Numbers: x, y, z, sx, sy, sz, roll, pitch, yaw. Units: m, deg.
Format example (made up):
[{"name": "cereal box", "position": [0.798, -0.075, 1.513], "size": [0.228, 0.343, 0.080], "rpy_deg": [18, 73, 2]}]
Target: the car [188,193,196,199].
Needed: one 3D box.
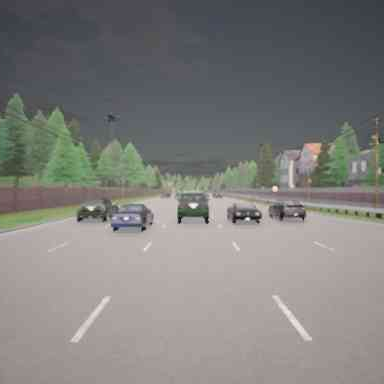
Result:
[{"name": "car", "position": [-0.036, 0.971, 86.335], "size": [2.033, 1.411, 5.357], "rpy_deg": [0, 0, 0]}]

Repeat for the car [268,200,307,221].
[{"name": "car", "position": [7.090, 1.328, 25.108], "size": [2.128, 1.511, 4.902], "rpy_deg": [0, 0, 0]}]

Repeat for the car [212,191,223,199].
[{"name": "car", "position": [6.964, 1.024, 86.785], "size": [1.895, 1.301, 4.718], "rpy_deg": [0, 0, 0]}]

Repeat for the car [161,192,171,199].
[{"name": "car", "position": [-7.036, 0.956, 86.332], "size": [2.128, 1.511, 4.902], "rpy_deg": [0, 0, 0]}]

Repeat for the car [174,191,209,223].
[{"name": "car", "position": [0.090, 1.063, 24.369], "size": [2.150, 2.045, 5.566], "rpy_deg": [0, 0, 0]}]

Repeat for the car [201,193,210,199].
[{"name": "car", "position": [3.464, 0.982, 86.753], "size": [1.994, 1.385, 4.181], "rpy_deg": [0, 0, 0]}]

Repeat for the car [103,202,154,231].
[{"name": "car", "position": [-3.408, 1.419, 19.712], "size": [2.033, 1.411, 5.357], "rpy_deg": [0, 0, 0]}]

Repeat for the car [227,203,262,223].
[{"name": "car", "position": [3.590, 1.446, 23.669], "size": [1.895, 1.301, 4.718], "rpy_deg": [0, 0, 0]}]

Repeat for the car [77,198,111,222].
[{"name": "car", "position": [-6.910, 1.190, 24.852], "size": [2.097, 1.767, 4.553], "rpy_deg": [0, 0, 0]}]
